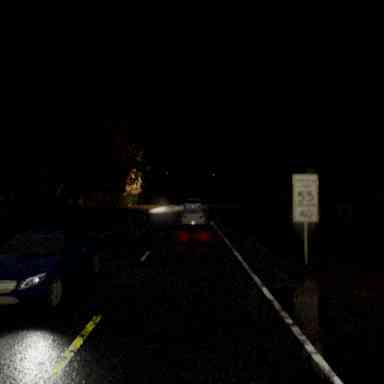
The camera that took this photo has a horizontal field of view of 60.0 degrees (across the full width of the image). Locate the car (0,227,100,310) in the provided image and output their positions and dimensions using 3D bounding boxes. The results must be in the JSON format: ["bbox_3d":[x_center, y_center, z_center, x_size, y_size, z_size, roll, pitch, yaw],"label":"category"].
[{"bbox_3d":[-3.601,1.630,8.183,1.812,1.442,4.674,0,-1,0],"label":"car"}]

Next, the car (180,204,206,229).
[{"bbox_3d":[0.075,1.853,24.450,1.812,1.442,4.674,0,-1,0],"label":"car"}]

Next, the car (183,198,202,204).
[{"bbox_3d":[0.078,1.812,41.633,2.150,2.045,5.566,0,-1,0],"label":"car"}]
